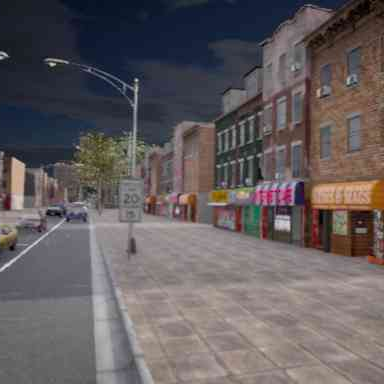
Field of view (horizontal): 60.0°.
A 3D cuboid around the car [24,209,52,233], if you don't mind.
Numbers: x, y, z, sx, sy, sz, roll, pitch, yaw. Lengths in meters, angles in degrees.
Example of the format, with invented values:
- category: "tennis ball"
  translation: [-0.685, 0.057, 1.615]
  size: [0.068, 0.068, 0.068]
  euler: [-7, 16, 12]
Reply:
- category: "car"
  translation: [-11.710, 2.194, 24.364]
  size: [1.802, 1.307, 4.206]
  euler: [2, -2, -17]

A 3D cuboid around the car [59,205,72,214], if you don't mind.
- category: "car"
  translation: [-23.457, 3.224, 61.834]
  size: [1.887, 1.381, 4.507]
  euler: [2, -2, -17]

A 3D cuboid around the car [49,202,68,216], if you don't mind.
- category: "car"
  translation: [-20.497, 2.598, 51.278]
  size: [2.150, 2.045, 5.566]
  euler: [2, -2, -17]

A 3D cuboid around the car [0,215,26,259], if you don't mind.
- category: "car"
  translation: [-8.302, 1.830, 13.498]
  size: [1.752, 1.417, 4.829]
  euler: [2, -2, -17]

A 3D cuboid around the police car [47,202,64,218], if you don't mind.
- category: "police car"
  translation: [-18.458, 2.605, 44.662]
  size: [1.930, 1.638, 5.238]
  euler: [2, -2, -17]

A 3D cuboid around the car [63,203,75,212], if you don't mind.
- category: "car"
  translation: [-26.808, 3.302, 72.548]
  size: [2.192, 1.841, 5.009]
  euler: [2, -2, -17]

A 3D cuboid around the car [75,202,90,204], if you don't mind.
- category: "car"
  translation: [-16.611, 2.593, 48.964]
  size: [2.150, 2.045, 5.566]
  euler: [2, -3, -17]

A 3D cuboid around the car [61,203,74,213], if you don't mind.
- category: "car"
  translation: [-25.129, 3.148, 67.195]
  size: [2.192, 1.841, 5.009]
  euler: [2, -2, -17]

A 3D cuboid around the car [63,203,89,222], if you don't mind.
- category: "car"
  translation: [-13.141, 2.413, 37.945]
  size: [2.097, 1.767, 4.553]
  euler: [2, -2, -17]
